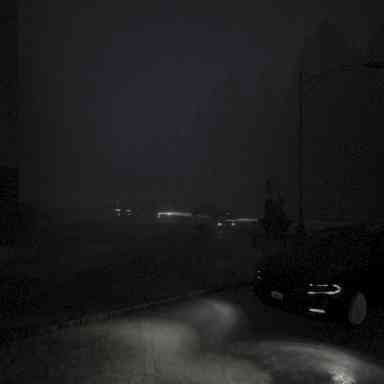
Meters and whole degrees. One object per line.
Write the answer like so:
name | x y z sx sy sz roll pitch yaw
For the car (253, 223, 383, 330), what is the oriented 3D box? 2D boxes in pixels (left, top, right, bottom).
car | 3.473 1.477 7.107 5.008 1.535 1.882 0 0 -36

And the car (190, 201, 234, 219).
car | 1.641 1.526 29.400 1.812 1.442 4.674 0 0 -36

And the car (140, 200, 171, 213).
car | -4.170 1.564 37.481 1.994 1.385 4.181 0 0 -35

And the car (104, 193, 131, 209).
car | -10.470 1.223 46.301 2.150 2.045 5.566 0 0 -35
